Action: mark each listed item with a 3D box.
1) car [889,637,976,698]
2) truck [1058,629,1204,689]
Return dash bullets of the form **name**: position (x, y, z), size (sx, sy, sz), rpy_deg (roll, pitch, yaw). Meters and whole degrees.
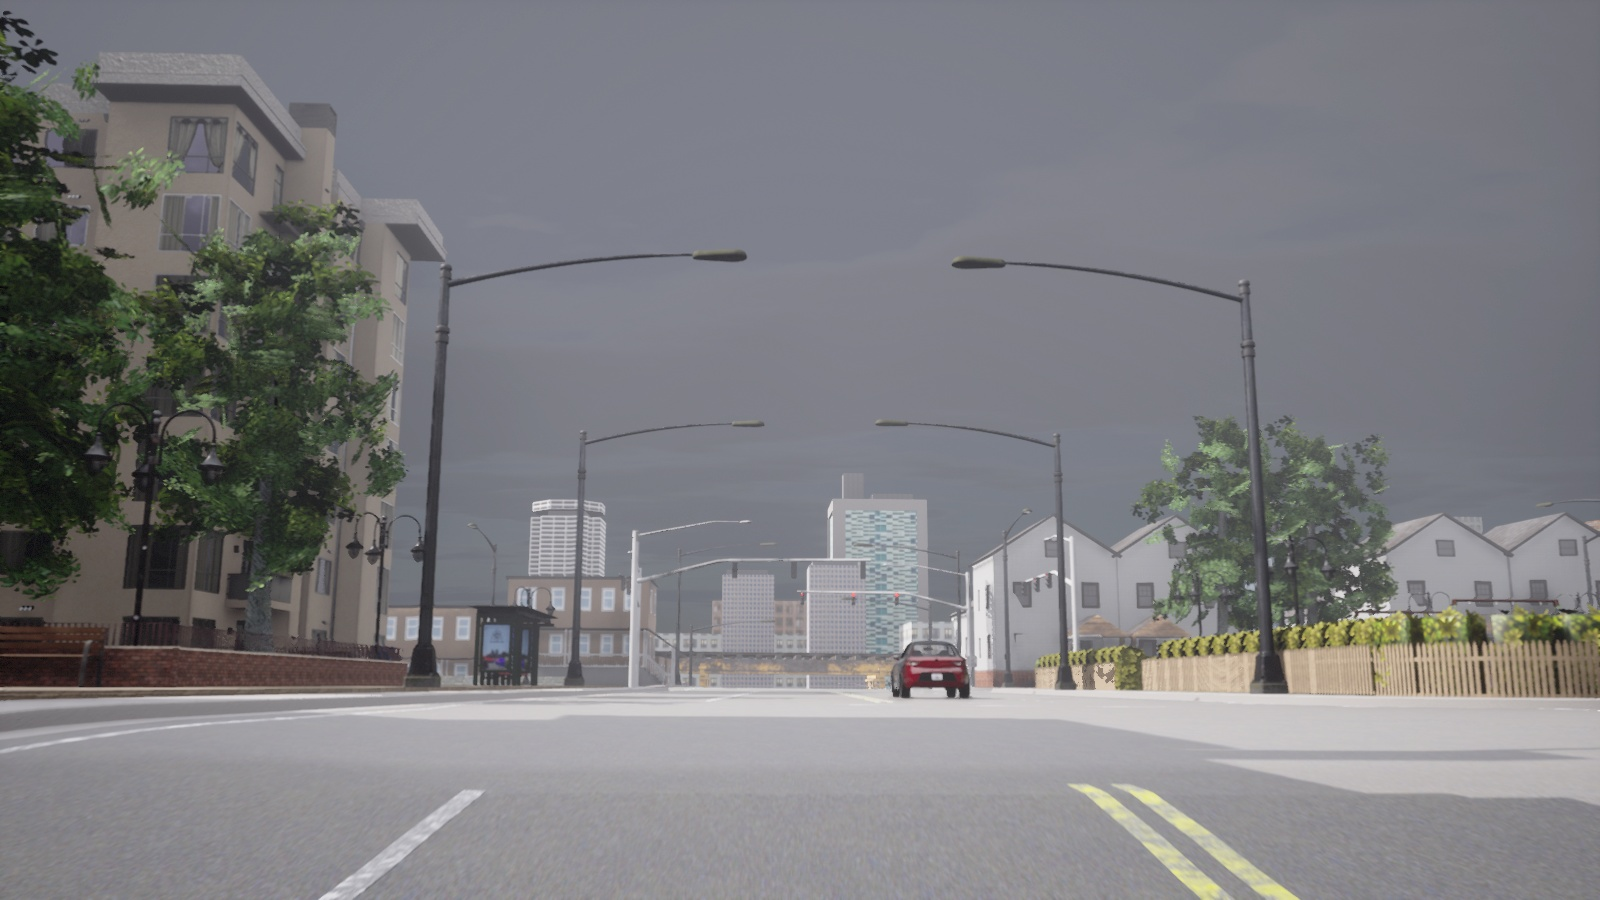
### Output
- **car**: position (3.428, 5.771, 33.167), size (1.816, 1.474, 4.193), rpy_deg (0, -11, 0)
- **truck**: position (20.003, 12.702, 76.190), size (7.936, 3.462, 2.891), rpy_deg (0, -11, -1)
